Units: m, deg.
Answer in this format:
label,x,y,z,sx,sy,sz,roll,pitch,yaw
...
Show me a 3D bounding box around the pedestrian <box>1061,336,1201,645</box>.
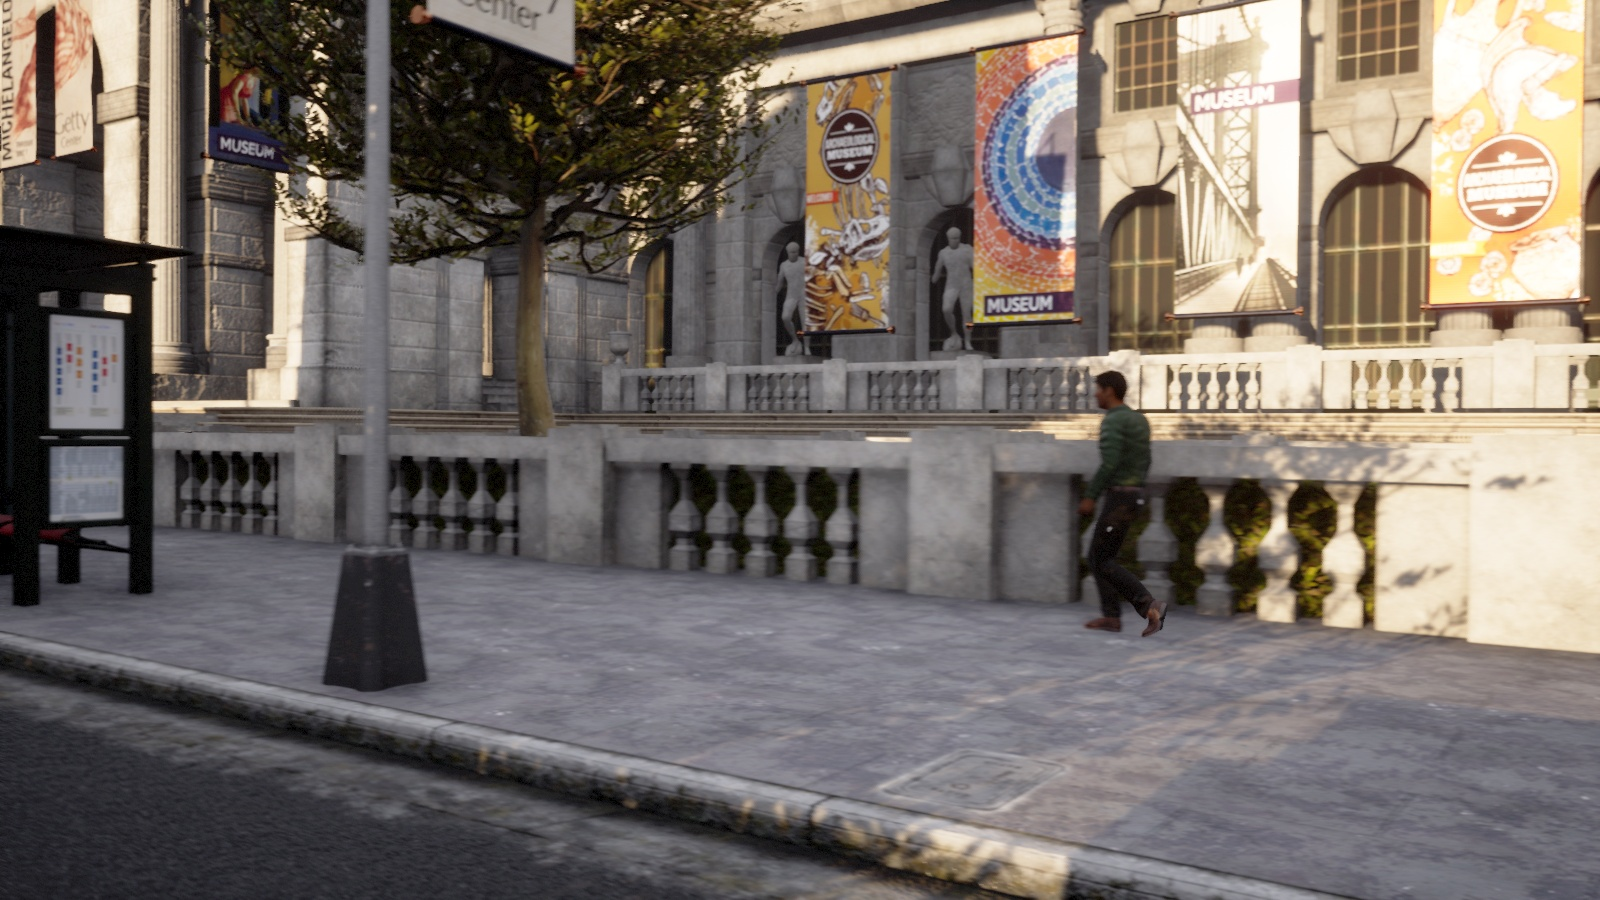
label,x,y,z,sx,sy,sz,roll,pitch,yaw
pedestrian,2.190,0.255,8.316,0.788,1.949,0.423,0,1,36
